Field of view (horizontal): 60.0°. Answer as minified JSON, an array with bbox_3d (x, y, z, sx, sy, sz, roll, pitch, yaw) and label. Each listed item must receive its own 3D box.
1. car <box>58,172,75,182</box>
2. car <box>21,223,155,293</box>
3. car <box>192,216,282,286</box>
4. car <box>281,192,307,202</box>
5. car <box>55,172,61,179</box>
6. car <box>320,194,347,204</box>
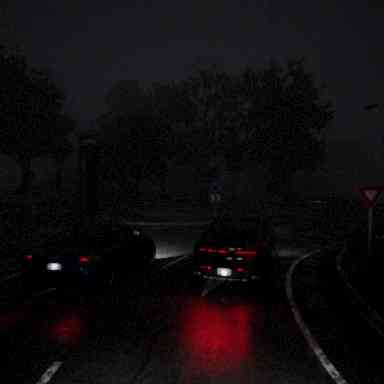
[{"bbox_3d":[-31.119,-3.558,85.916,2.231,1.521,4.892,7,6,28],"label":"car"},{"bbox_3d":[-2.455,1.508,8.895,1.994,1.385,4.181,0,0,12],"label":"car"},{"bbox_3d":[1.406,1.456,9.438,1.837,1.490,4.892,1,0,17],"label":"car"},{"bbox_3d":[16.011,0.774,52.311,1.812,1.442,4.674,-1,2,-23],"label":"car"},{"bbox_3d":[-33.117,-3.873,88.189,2.002,1.452,4.674,7,6,28],"label":"car"},{"bbox_3d":[20.609,0.916,48.626,1.994,1.385,4.181,0,2,-15],"label":"car"}]
